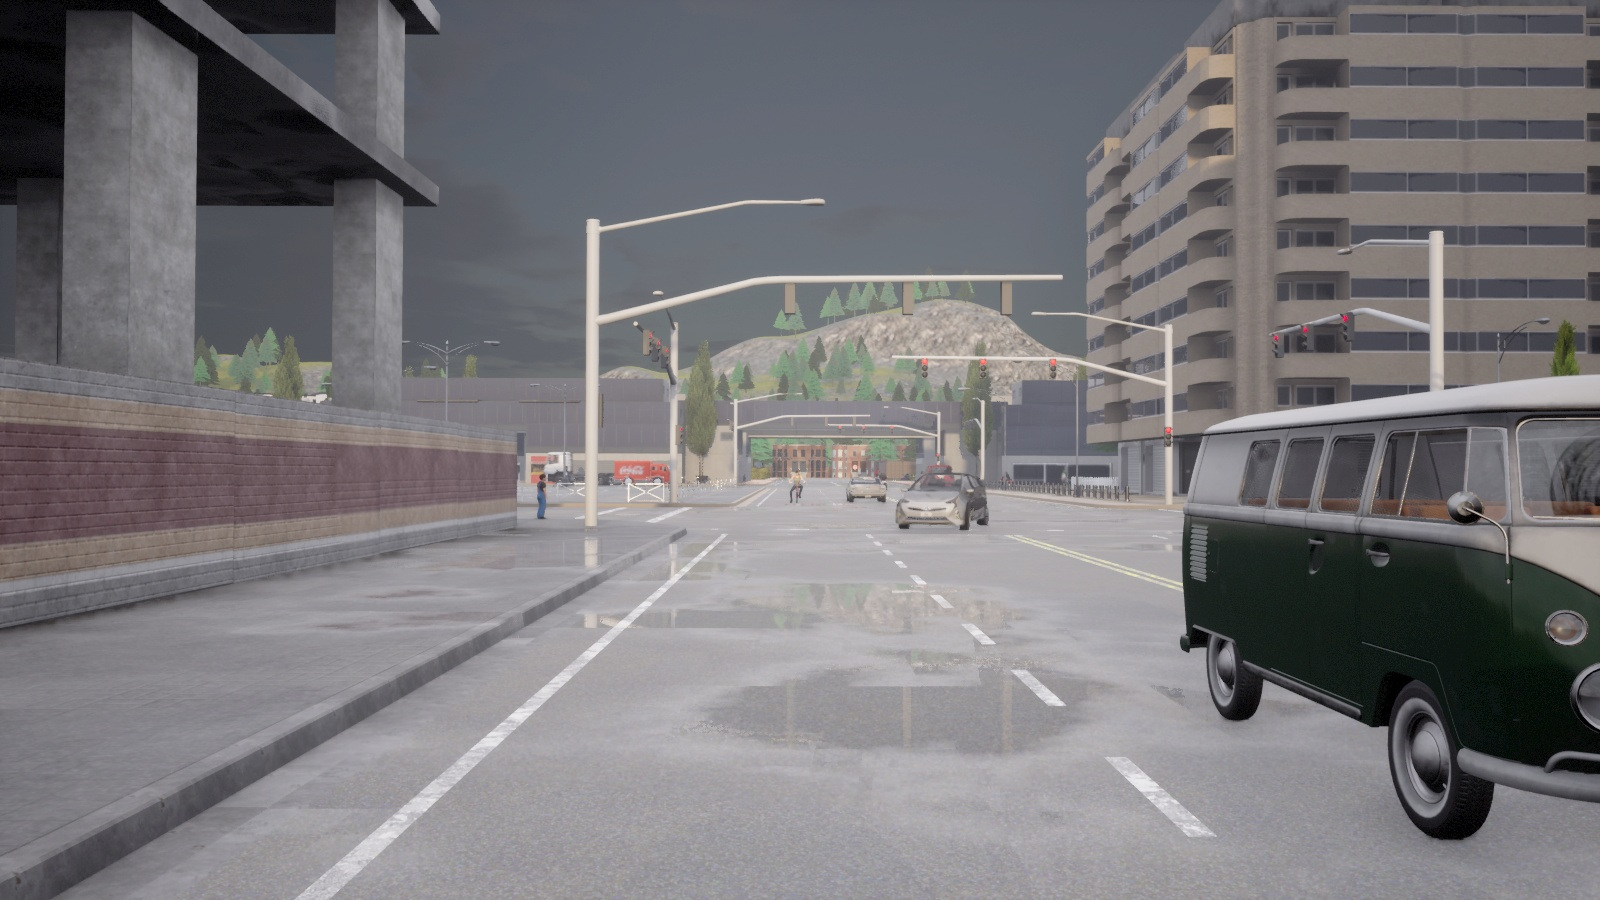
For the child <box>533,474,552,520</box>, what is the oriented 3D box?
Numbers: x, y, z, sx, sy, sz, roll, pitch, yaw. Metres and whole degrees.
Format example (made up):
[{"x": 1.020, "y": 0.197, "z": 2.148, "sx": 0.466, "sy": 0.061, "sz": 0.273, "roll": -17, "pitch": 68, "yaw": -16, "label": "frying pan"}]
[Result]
[{"x": -7.162, "y": 1.304, "z": 34.905, "sx": 0.437, "sy": 1.263, "sz": 0.270, "roll": 0, "pitch": -1, "yaw": -36, "label": "child"}]

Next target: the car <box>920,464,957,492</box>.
[{"x": 10.294, "y": 2.063, "z": 93.794, "sx": 2.150, "sy": 2.045, "sz": 5.566, "roll": 0, "pitch": -1, "yaw": 0, "label": "car"}]

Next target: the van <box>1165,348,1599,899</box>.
[{"x": 3.485, "y": 0.665, "z": 6.680, "sx": 1.775, "sy": 1.987, "sz": 4.442, "roll": 0, "pitch": -1, "yaw": 0, "label": "van"}]

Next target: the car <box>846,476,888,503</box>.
[{"x": 3.361, "y": 1.973, "z": 63.964, "sx": 1.895, "sy": 1.301, "sz": 4.718, "roll": 0, "pitch": -1, "yaw": 0, "label": "car"}]

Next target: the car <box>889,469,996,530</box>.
[{"x": 3.975, "y": 1.307, "z": 34.449, "sx": 2.007, "sy": 1.525, "sz": 4.514, "roll": 0, "pitch": 0, "yaw": 19, "label": "car"}]
